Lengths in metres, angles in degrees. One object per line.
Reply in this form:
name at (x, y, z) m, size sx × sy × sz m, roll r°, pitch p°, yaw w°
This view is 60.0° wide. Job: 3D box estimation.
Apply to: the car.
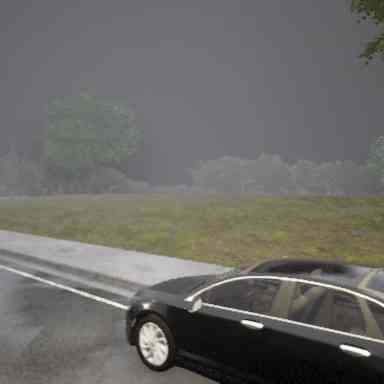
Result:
car at (1.197, 1.591, 4.082) m, size 4.892 × 1.490 × 1.837 m, roll 0°, pitch -1°, yaw 39°
